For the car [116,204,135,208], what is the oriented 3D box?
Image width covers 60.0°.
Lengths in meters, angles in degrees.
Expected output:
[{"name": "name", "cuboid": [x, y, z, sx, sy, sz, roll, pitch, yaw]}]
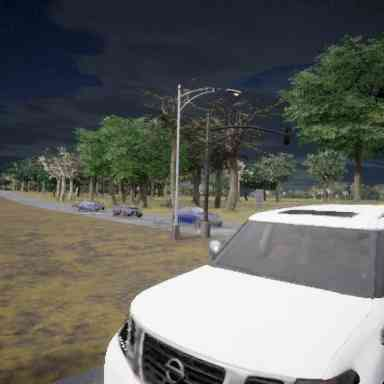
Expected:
[{"name": "car", "cuboid": [-6.635, 1.946, 34.032, 1.994, 1.385, 4.181, 3, -2, -34]}]

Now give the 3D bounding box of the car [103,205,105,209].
[{"name": "car", "cuboid": [-15.816, 2.254, 54.473, 1.994, 1.385, 4.181, 3, -2, -35]}]

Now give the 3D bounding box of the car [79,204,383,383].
[{"name": "car", "cuboid": [1.670, 1.224, 4.249, 2.150, 2.045, 5.566, 1, 1, 42]}]

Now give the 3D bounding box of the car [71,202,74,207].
[{"name": "car", "cuboid": [-21.376, 2.308, 62.783, 1.994, 1.385, 4.181, 3, -2, -34]}]

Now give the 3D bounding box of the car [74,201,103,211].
[{"name": "car", "cuboid": [-14.190, 2.020, 45.402, 1.812, 1.442, 4.674, 3, -2, -34]}]

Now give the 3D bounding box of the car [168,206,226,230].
[{"name": "car", "cuboid": [0.246, 1.762, 23.729, 1.812, 1.442, 4.674, 3, -2, -33]}]
